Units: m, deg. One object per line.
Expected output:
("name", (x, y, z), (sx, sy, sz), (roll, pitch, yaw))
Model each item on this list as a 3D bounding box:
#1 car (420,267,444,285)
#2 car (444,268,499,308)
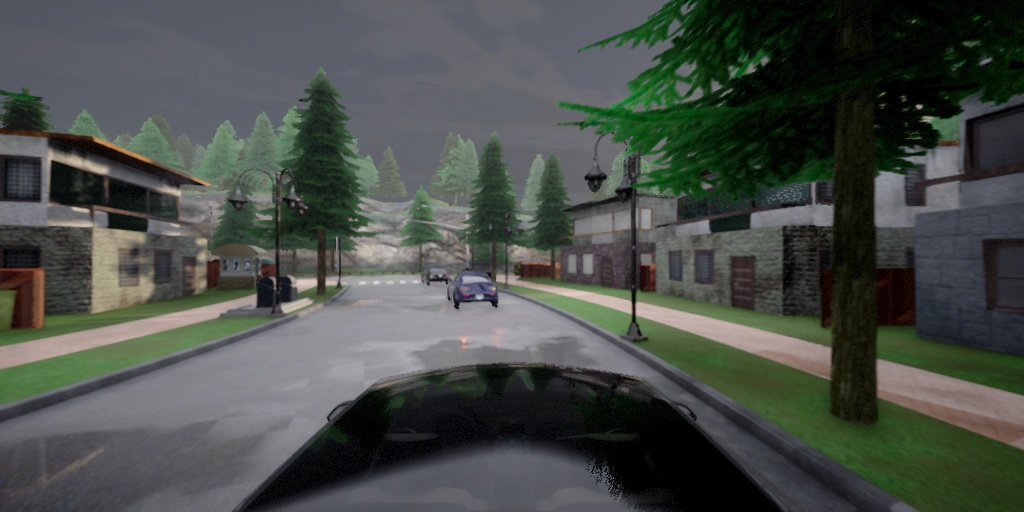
("car", (-6.257, 1.573, 29.204), (2.033, 1.411, 5.357), (0, -1, -21))
("car", (-1.837, 1.419, 16.040), (1.812, 1.442, 4.674), (0, 0, -15))
